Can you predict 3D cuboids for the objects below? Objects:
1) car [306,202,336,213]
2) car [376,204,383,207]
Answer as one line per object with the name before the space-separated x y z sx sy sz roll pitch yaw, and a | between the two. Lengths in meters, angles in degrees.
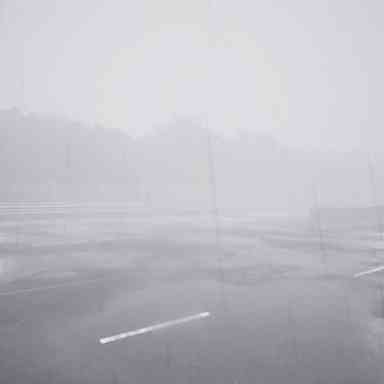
car | 16.170 1.928 41.493 4.181 1.385 1.994 1 0 -35
car | 21.060 2.003 36.383 4.718 1.301 1.895 1 0 -36
